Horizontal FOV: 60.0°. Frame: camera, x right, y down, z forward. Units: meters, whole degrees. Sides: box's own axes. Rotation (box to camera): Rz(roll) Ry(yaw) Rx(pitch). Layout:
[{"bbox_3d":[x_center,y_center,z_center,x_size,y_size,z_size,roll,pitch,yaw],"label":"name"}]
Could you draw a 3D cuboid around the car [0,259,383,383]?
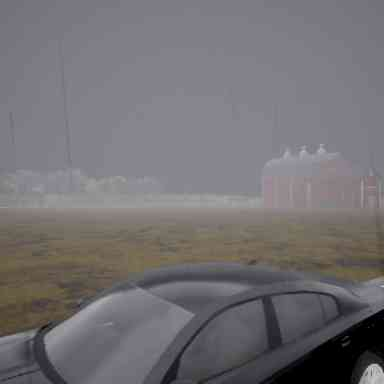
[{"bbox_3d":[-0.028,1.478,3.053,5.008,1.535,1.882,0,0,-35],"label":"car"}]
